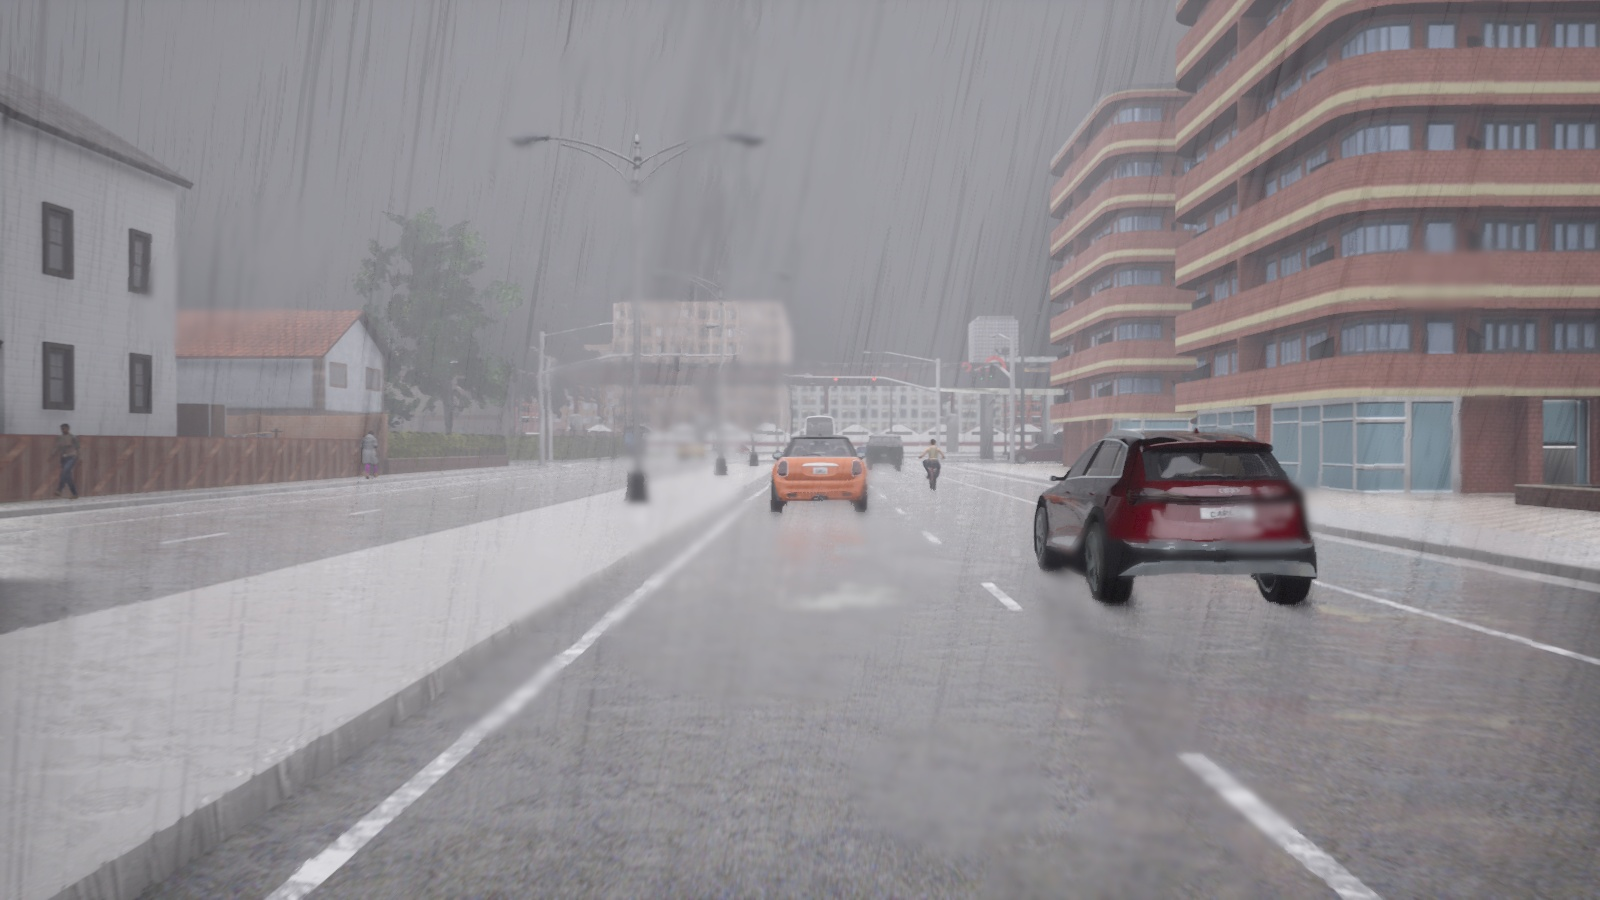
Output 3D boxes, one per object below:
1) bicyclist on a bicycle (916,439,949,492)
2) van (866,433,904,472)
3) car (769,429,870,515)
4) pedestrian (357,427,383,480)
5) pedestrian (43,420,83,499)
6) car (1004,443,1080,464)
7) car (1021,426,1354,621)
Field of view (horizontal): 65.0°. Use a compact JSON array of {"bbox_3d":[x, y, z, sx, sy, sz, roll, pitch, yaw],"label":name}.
[{"bbox_3d":[4.102,0.467,39.035,0.866,1.612,1.509,0,0,1],"label":"bicyclist on a bicycle"},{"bbox_3d":[4.524,0.124,67.408,1.775,1.987,4.442,0,0,1],"label":"van"},{"bbox_3d":[0.435,0.446,28.334,2.097,1.767,4.553,0,0,1],"label":"car"},{"bbox_3d":[-16.157,0.120,47.202,0.659,1.952,0.873,0,0,0],"label":"pedestrian"},{"bbox_3d":[-17.129,0.221,29.198,0.328,1.805,0.869,0,0,6],"label":"pedestrian"},{"bbox_3d":[17.162,0.239,89.028,5.008,1.535,1.882,0,0,-1],"label":"car"},{"bbox_3d":[3.706,0.606,13.066,2.033,1.649,4.856,0,0,1],"label":"car"}]
